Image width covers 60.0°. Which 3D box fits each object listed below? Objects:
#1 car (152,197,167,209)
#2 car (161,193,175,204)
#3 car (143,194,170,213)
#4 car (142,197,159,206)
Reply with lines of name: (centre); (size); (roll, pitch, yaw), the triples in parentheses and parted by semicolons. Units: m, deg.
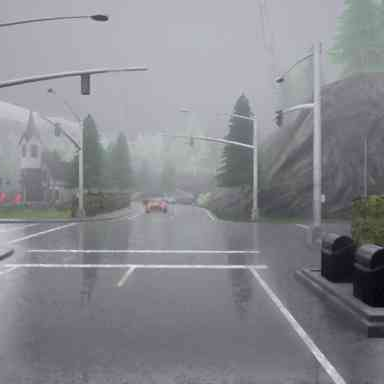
car: (-4.592, 1.505, 46.148); (1.837, 1.490, 4.892); (0, 0, -9)
car: (-4.914, 1.221, 60.911); (2.150, 2.045, 5.566); (0, 0, -23)
car: (-3.781, 1.352, 36.339); (2.097, 1.767, 4.553); (0, 0, -2)
car: (-6.969, 1.564, 55.778); (1.994, 1.385, 4.181); (0, 0, -19)
